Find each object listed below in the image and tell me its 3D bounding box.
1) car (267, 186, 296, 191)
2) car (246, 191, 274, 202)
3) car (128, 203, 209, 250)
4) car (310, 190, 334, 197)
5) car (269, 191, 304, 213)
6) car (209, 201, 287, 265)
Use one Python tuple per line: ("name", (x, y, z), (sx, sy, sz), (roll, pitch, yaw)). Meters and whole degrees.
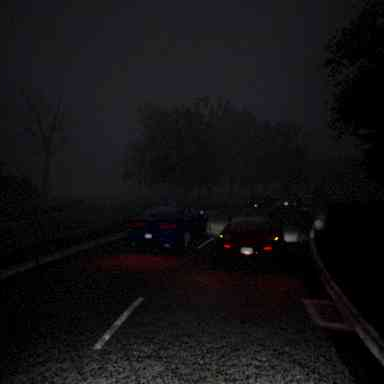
("car", (19.456, -0.008, 70.834), (5.566, 2.045, 2.150), (1, 1, 42))
("car", (6.604, 0.851, 30.790), (1.895, 1.301, 4.718), (1, 1, 29))
("car", (-0.691, 1.162, 12.875), (1.882, 1.535, 5.008), (0, 2, 16))
("car", (26.092, 0.293, 66.987), (1.837, 1.490, 4.892), (0, 1, -28))
("car", (7.858, 0.872, 26.659), (2.033, 1.411, 5.357), (0, 1, 22))
("car", (2.026, 1.264, 10.719), (1.812, 1.442, 4.674), (0, 2, 16))
